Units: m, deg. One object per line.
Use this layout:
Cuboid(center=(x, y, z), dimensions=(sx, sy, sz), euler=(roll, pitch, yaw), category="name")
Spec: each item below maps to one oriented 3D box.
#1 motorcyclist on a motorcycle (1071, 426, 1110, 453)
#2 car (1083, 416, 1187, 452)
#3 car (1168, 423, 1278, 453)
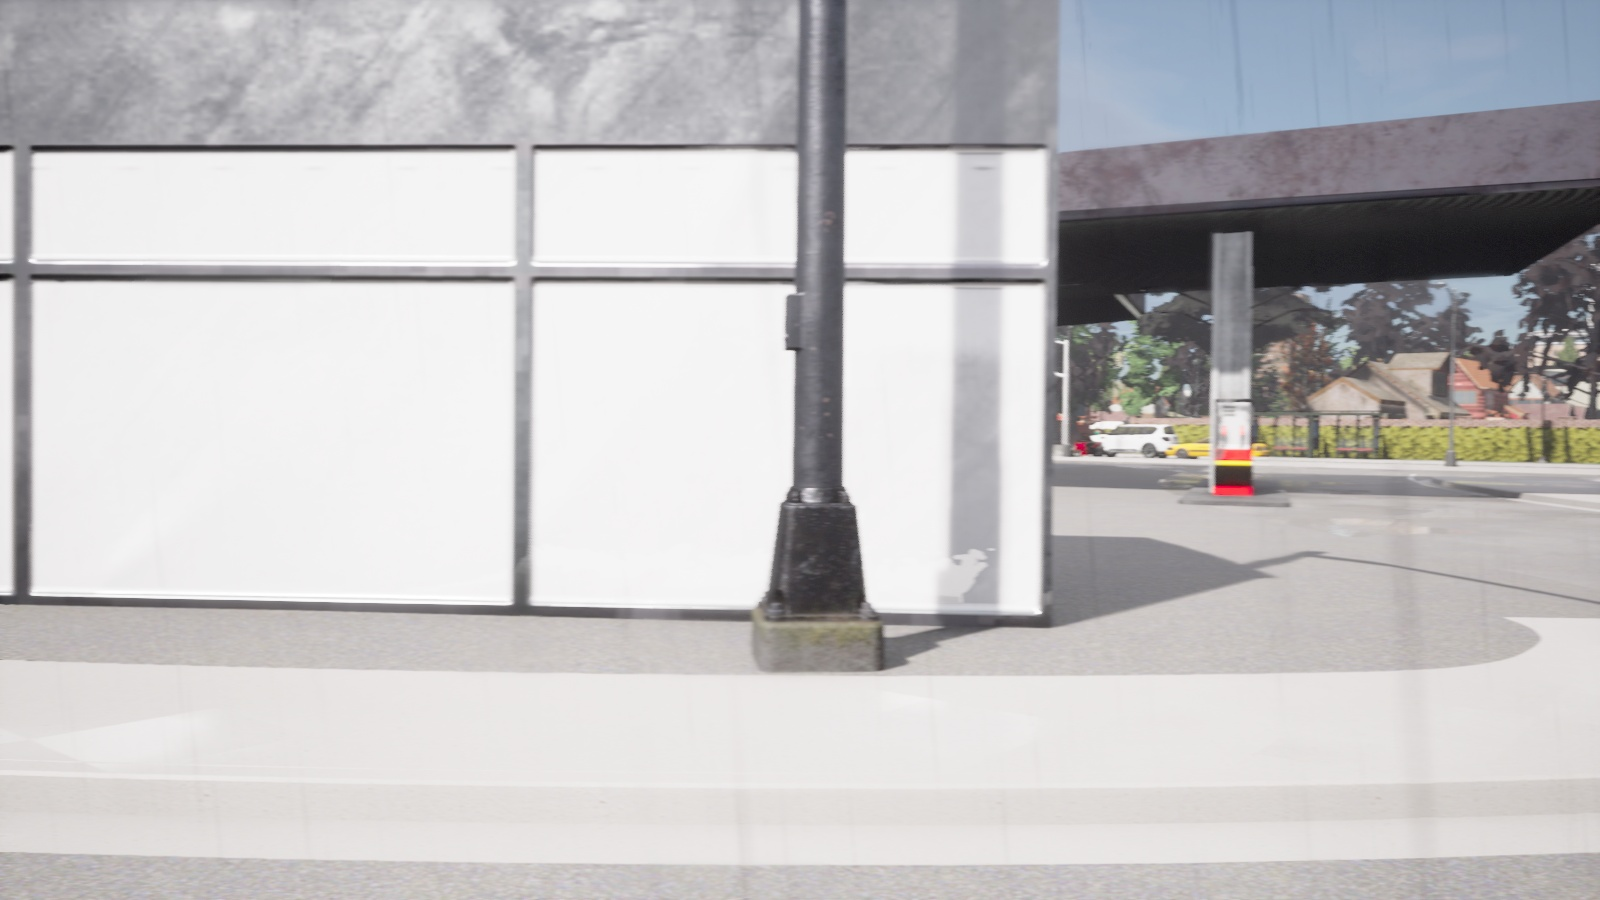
Cuboid(center=(16.919, -0.621, 73.171), dimensions=(2.044, 1.523, 0.797), euler=(0, 1, 38), category="motorcyclist on a motorcycle")
Cuboid(center=(20.024, -0.950, 75.167), dimensions=(5.566, 2.045, 2.150), euler=(0, 1, 38), category="car")
Cuboid(center=(22.981, -0.646, 68.362), dimensions=(5.366, 1.575, 1.801), euler=(0, 1, 38), category="car")
